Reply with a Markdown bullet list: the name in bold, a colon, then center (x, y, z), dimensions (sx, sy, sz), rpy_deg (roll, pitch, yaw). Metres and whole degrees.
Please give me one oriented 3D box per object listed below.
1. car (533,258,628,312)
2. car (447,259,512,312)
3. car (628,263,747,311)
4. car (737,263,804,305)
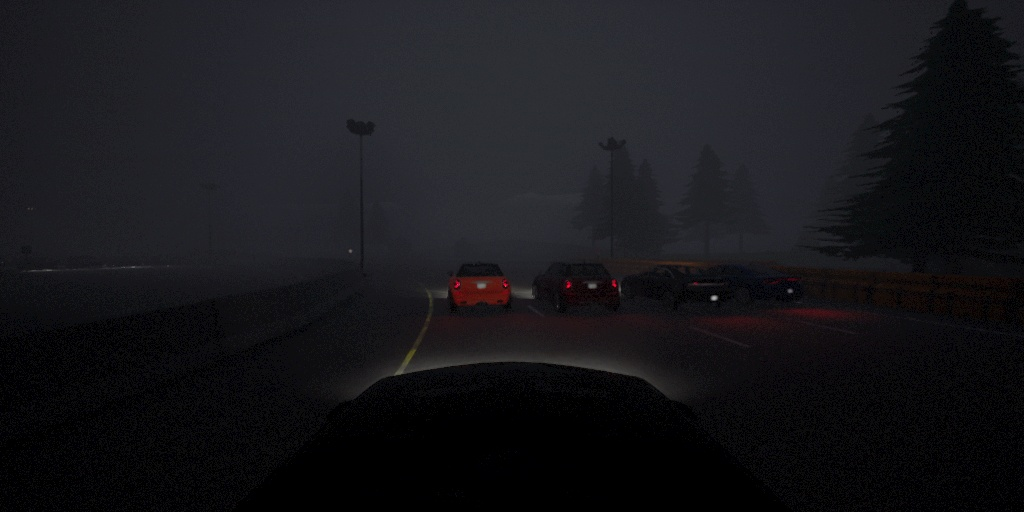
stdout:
- **car**: center (2.214, 0.947, 13.557), dimensions (2.097, 1.767, 4.553), rpy_deg (0, 1, -10)
- **car**: center (-1.369, 0.958, 13.738), dimensions (2.097, 1.767, 4.553), rpy_deg (0, 1, -10)
- **car**: center (5.911, 1.073, 13.625), dimensions (2.128, 1.511, 4.902), rpy_deg (0, 1, -10)
- **car**: center (9.216, 1.028, 14.919), dimensions (1.882, 1.535, 5.008), rpy_deg (0, 1, -11)
